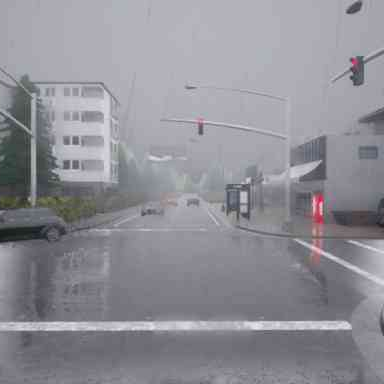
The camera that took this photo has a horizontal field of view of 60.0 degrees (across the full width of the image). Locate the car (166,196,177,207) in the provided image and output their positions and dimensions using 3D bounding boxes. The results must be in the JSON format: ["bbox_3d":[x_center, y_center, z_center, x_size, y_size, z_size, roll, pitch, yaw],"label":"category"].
[{"bbox_3d":[-3.431,1.351,52.537,2.097,1.767,4.553,0,0,1],"label":"car"}]

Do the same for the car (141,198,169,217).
[{"bbox_3d":[-3.530,1.562,31.041,1.994,1.385,4.181,0,0,0],"label":"car"}]

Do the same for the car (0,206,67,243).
[{"bbox_3d":[-8.377,1.516,15.487,4.553,1.767,2.097,-1,-1,-34],"label":"car"}]

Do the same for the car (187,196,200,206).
[{"bbox_3d":[0.236,1.505,54.213,1.837,1.490,4.892,0,0,1],"label":"car"}]
